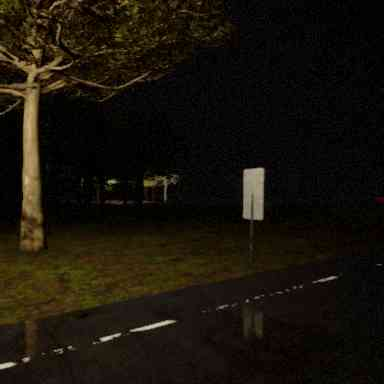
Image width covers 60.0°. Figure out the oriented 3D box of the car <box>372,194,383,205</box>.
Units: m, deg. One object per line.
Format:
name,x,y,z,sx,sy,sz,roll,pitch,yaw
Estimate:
car,29.391,1.123,49.324,2.097,1.767,4.553,2,-2,-36
